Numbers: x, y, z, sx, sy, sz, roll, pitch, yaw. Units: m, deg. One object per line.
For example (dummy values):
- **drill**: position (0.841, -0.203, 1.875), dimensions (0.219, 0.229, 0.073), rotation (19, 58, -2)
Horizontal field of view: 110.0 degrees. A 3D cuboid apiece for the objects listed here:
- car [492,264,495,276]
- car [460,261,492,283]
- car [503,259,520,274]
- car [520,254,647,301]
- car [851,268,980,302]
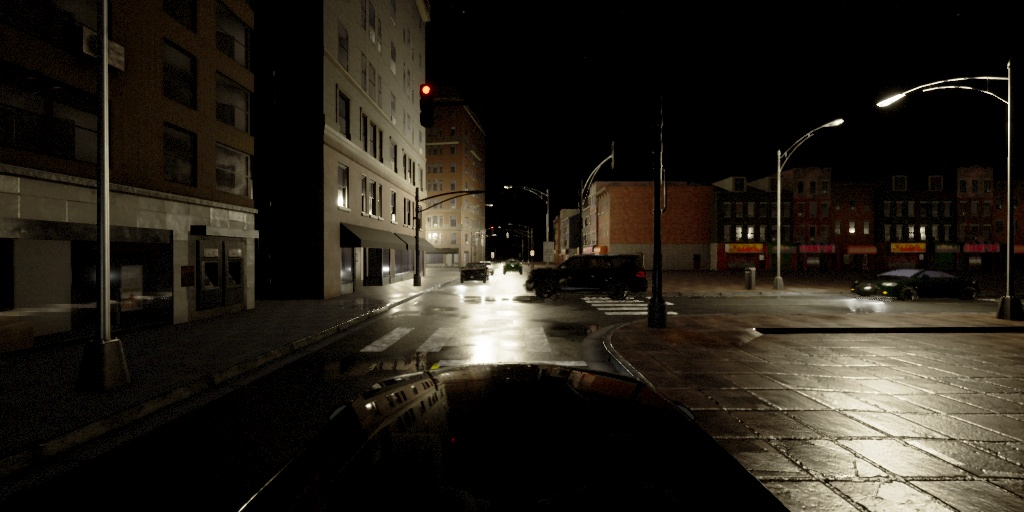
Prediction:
- **car**: position (-2.852, 1.282, 38.077), dimensions (1.812, 1.442, 4.674), rotation (0, 0, 0)
- **car**: position (-2.838, 1.231, 27.929), dimensions (1.882, 1.535, 5.008), rotation (0, 0, 0)
- **car**: position (0.078, 1.109, 41.077), dimensions (2.097, 1.767, 4.553), rotation (0, 0, 0)
- **car**: position (3.448, 0.956, 17.041), dimensions (5.566, 2.045, 2.150), rotation (0, 1, 16)
- **car**: position (17.905, 1.239, 16.041), dimensions (4.181, 1.385, 1.994), rotation (0, 0, 0)
